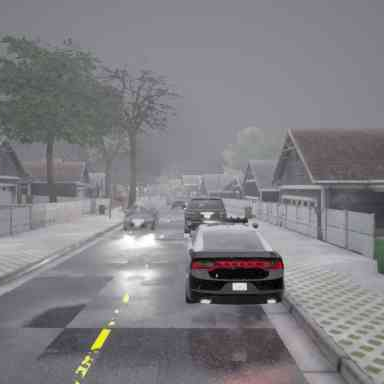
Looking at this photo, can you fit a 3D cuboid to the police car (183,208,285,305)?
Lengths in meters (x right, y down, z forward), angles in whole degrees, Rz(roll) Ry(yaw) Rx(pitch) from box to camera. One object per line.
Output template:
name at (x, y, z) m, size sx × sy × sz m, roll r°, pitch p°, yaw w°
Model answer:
police car at (0.809, 1.430, 8.306) m, size 1.930 × 1.638 × 5.238 m, roll 0°, pitch 0°, yaw 0°

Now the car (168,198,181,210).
car at (-1.992, 1.664, 46.824) m, size 1.837 × 1.490 × 4.892 m, roll 0°, pitch 0°, yaw -5°

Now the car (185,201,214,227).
car at (0.423, 1.495, 24.467) m, size 1.801 × 1.575 × 5.366 m, roll 0°, pitch 0°, yaw -2°

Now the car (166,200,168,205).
car at (-3.735, 1.854, 61.864) m, size 2.033 × 1.411 × 5.357 m, roll 0°, pitch -1°, yaw -8°

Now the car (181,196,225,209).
car at (0.645, 1.250, 18.279) m, size 2.150 × 2.045 × 5.566 m, roll 0°, pitch 0°, yaw -2°

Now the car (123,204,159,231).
car at (-3.074, 1.524, 20.741) m, size 2.128 × 1.511 × 4.902 m, roll 0°, pitch 0°, yaw -2°
